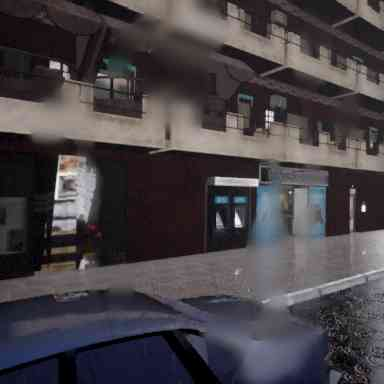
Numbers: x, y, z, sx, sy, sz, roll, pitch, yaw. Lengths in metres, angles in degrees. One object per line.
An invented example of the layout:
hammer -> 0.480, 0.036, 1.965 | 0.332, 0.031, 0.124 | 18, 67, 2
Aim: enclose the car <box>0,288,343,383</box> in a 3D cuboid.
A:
car -> -1.163, 1.547, 2.241 | 5.357, 1.411, 2.033 | 0, 0, -36
